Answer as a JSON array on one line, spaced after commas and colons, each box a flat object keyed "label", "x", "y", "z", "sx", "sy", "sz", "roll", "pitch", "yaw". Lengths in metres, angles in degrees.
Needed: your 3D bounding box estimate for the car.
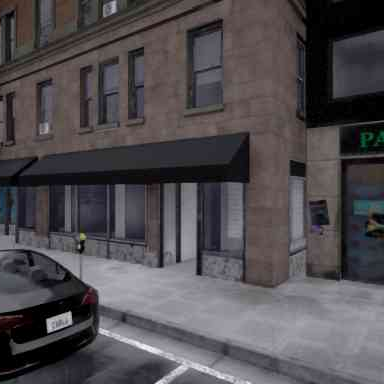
[{"label": "car", "x": -3.250, "y": 1.566, "z": 5.126, "sx": 4.313, "sy": 1.339, "sz": 1.947, "roll": 0, "pitch": 0, "yaw": 36}]
